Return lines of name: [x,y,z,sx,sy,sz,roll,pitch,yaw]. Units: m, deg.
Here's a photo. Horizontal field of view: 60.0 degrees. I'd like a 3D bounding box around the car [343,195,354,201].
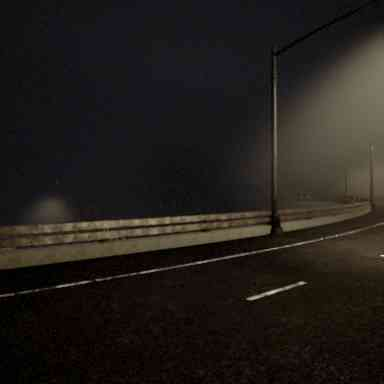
car: [40.257,1.661,85.816,1.837,1.490,4.892,0,0,2]
